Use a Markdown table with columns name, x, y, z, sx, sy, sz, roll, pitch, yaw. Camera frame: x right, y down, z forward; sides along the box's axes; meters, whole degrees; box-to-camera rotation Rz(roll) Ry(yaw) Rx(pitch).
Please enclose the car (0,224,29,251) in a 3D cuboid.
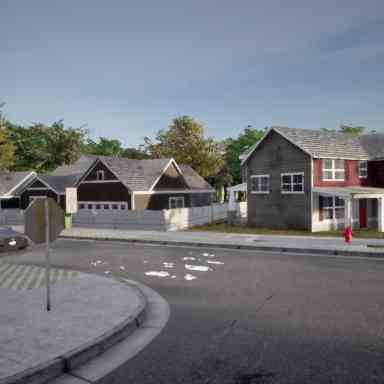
| name | x | y | z | sx | sy | sz | roll | pitch | yaw |
| --- | --- | --- | --- | --- | --- | --- | --- | --- | --- |
| car | -10.021 | 2.238 | 16.388 | 4.181 | 1.385 | 1.994 | -2 | 0 | 29 |
